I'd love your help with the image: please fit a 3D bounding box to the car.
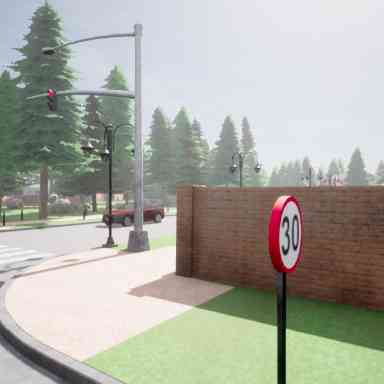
[{"bbox_3d":[-3.973,1.464,23.129,1.882,1.535,5.008,0,0,35],"label":"car"}]
